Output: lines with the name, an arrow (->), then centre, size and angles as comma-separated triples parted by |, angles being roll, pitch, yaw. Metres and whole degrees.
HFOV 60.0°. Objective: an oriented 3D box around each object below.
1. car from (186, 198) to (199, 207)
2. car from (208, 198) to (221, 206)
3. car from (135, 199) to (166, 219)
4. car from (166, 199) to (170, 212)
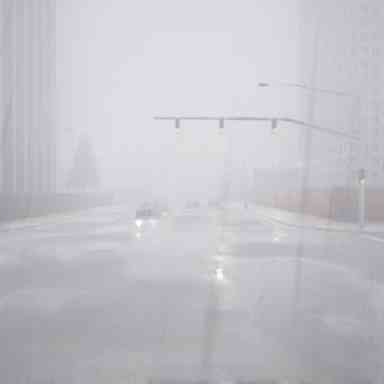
car -> 0.082, 1.539, 48.384 | 1.895, 1.301, 4.718 | 0, 0, 0
car -> 3.479, 1.533, 52.911 | 1.895, 1.301, 4.718 | 0, 0, 0
car -> -3.610, 1.527, 28.678 | 1.994, 1.385, 4.181 | 0, 0, 0
car -> -3.612, 1.498, 38.979 | 2.033, 1.411, 5.357 | 0, 0, -1
